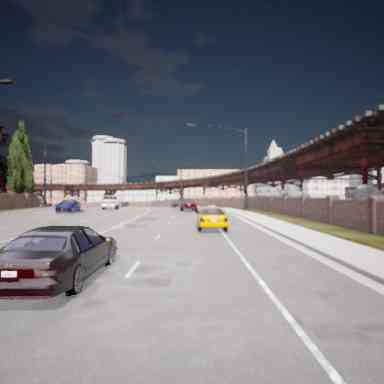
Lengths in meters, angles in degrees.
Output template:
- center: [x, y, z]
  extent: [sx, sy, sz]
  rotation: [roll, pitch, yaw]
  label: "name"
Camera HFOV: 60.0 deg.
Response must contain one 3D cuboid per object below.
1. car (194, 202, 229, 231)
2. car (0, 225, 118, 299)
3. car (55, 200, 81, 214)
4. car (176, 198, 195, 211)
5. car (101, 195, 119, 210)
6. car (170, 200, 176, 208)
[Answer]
- center: [1.226, 1.554, 21.102]
  extent: [1.801, 1.575, 5.366]
  rotation: [0, 0, 0]
  label: "car"
- center: [-3.400, 1.589, 8.713]
  extent: [2.033, 1.411, 5.357]
  rotation: [0, 0, 0]
  label: "car"
- center: [-14.390, 1.647, 38.868]
  extent: [1.882, 1.535, 5.008]
  rotation: [0, 0, -4]
  label: "car"
- center: [-0.583, 1.579, 44.105]
  extent: [2.097, 1.767, 4.553]
  rotation: [0, -1, -6]
  label: "car"
- center: [-11.846, 1.492, 48.363]
  extent: [2.150, 2.045, 5.566]
  rotation: [0, -1, -8]
  label: "car"
- center: [-2.434, 2.021, 56.504]
  extent: [1.994, 1.385, 4.181]
  rotation: [0, -2, -13]
  label: "car"
